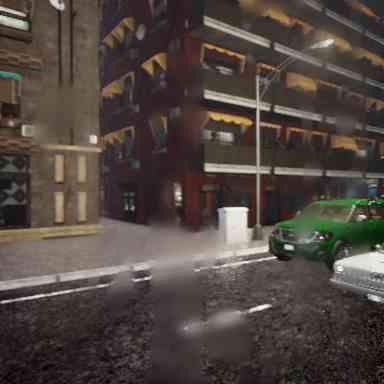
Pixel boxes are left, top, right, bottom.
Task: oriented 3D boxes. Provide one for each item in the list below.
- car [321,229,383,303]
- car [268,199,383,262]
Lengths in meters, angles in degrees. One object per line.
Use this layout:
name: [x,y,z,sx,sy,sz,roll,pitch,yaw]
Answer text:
car: [5.144,1.639,7.350,4.718,1.301,1.895,0,0,-35]
car: [5.068,1.270,11.284,5.566,2.045,2.150,0,0,-35]
